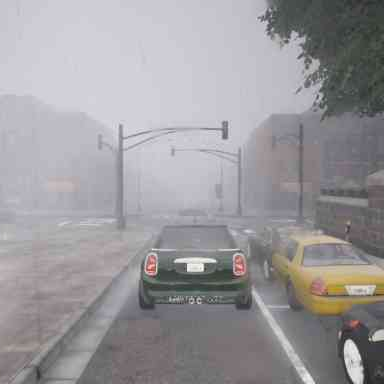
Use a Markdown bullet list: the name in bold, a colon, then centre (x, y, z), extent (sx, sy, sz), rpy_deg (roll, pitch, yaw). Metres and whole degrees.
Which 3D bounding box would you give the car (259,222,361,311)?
- **car**: centre (2.685, 1.524, 7.605), extent (1.752, 1.417, 4.829), rpy_deg (-1, 0, 0)

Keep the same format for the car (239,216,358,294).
- **car**: centre (2.665, 1.549, 9.579), extent (2.008, 1.369, 4.403), rpy_deg (-1, 0, 0)

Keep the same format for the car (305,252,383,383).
- **car**: centre (2.625, 1.550, 2.443), extent (2.008, 1.369, 4.403), rpy_deg (-1, 0, 0)

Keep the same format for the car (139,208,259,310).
- **car**: centre (0.077, 1.350, 7.986), extent (2.097, 1.767, 4.553), rpy_deg (0, 0, 0)

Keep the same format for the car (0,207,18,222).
- **car**: centre (-14.725, 1.427, 23.081), extent (4.892, 1.490, 1.837), rpy_deg (1, 1, 0)

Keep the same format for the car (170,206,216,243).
- **car**: centre (0.036, 1.556, 17.421), extent (2.033, 1.411, 5.357), rpy_deg (0, 0, 0)
